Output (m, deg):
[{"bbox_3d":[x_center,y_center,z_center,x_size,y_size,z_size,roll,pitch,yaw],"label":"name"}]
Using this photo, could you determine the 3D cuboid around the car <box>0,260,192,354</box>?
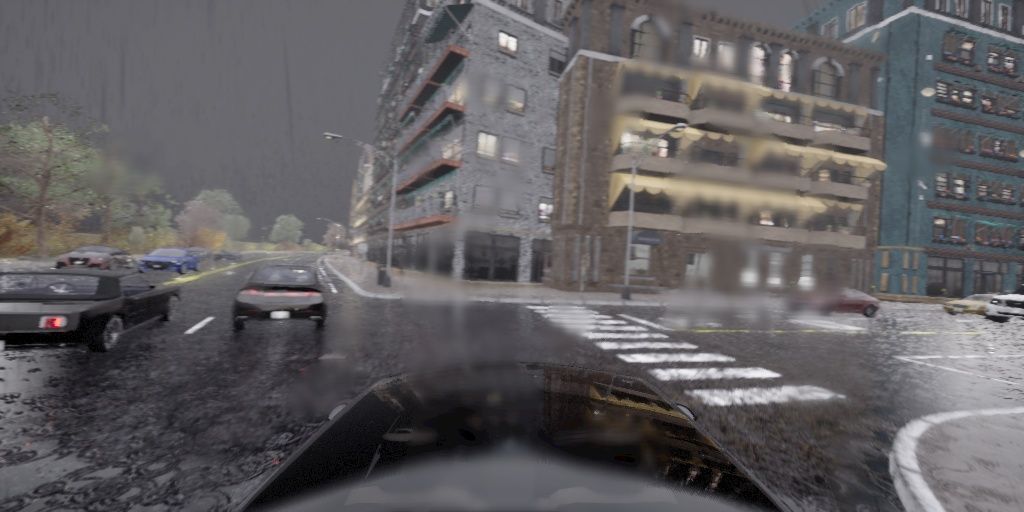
[{"bbox_3d":[-8.156,0.905,6.829,1.895,1.301,4.718,4,-1,-29],"label":"car"}]

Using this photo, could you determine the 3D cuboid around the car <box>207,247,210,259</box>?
[{"bbox_3d":[-33.681,-0.287,38.708,2.033,1.411,5.357,4,-1,-28],"label":"car"}]

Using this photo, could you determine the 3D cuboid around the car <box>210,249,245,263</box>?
[{"bbox_3d":[-28.968,0.048,36.845,1.895,1.301,4.718,4,-1,-29],"label":"car"}]

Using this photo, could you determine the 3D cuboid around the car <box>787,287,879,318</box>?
[{"bbox_3d":[15.445,2.161,17.272,4.207,1.307,1.802,0,0,-12],"label":"car"}]

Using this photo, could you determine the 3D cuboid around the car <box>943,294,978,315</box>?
[{"bbox_3d":[26.088,2.676,19.610,4.829,1.417,1.751,0,0,-12],"label":"car"}]

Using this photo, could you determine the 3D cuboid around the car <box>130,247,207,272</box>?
[{"bbox_3d":[-20.210,0.236,21.372,1.882,1.535,5.008,4,-1,-30],"label":"car"}]

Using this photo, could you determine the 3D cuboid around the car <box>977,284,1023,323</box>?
[{"bbox_3d":[25.540,2.304,16.834,5.566,2.045,2.150,3,-1,-12],"label":"car"}]

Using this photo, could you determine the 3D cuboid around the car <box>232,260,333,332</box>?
[{"bbox_3d":[-6.026,0.990,9.685,2.128,1.511,4.902,4,-1,-29],"label":"car"}]

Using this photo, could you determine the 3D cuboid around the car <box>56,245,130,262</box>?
[{"bbox_3d":[-23.307,0.096,20.249,1.994,1.385,4.181,4,-1,-30],"label":"car"}]
